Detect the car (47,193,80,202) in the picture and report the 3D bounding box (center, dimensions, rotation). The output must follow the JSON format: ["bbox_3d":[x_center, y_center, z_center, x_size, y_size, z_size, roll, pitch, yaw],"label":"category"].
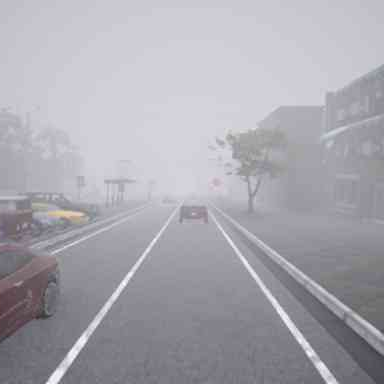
[{"bbox_3d":[-22.104,0.878,57.386,4.792,1.488,2.163,0,1,0],"label":"car"}]

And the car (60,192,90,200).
[{"bbox_3d":[-22.109,0.815,62.938,4.792,1.488,2.163,0,1,0],"label":"car"}]

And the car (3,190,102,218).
[{"bbox_3d":[-8.942,1.016,22.183,5.566,2.045,2.435,0,1,0],"label":"car"}]

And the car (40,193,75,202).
[{"bbox_3d":[-22.067,0.882,54.612,4.892,1.521,2.231,0,1,0],"label":"car"}]

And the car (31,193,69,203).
[{"bbox_3d":[-22.077,0.913,51.837,5.008,1.535,2.097,0,1,0],"label":"car"}]

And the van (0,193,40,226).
[{"bbox_3d":[-9.082,1.144,13.774,4.442,1.987,1.878,0,1,0],"label":"van"}]

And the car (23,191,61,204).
[{"bbox_3d":[-22.101,0.820,49.059,4.553,1.767,2.185,0,1,0],"label":"car"}]

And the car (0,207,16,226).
[{"bbox_3d":[-8.958,1.404,10.974,5.008,1.535,2.097,0,1,0],"label":"car"}]

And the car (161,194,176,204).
[{"bbox_3d":[-3.296,0.977,48.097,2.033,1.411,5.357,0,1,0],"label":"car"}]

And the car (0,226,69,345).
[{"bbox_3d":[-3.346,1.486,4.493,1.812,1.442,4.674,0,0,0],"label":"car"}]

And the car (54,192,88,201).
[{"bbox_3d":[-21.891,0.814,60.160,5.366,1.575,1.946,0,1,0],"label":"car"}]

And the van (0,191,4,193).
[{"bbox_3d":[-22.178,0.852,37.956,4.442,1.987,1.878,0,1,0],"label":"van"}]

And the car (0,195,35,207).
[{"bbox_3d":[-22.060,1.085,40.734,4.674,1.452,2.002,0,1,0],"label":"car"}]

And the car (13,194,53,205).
[{"bbox_3d":[-22.065,1.018,46.286,4.674,1.452,2.002,0,1,0],"label":"car"}]

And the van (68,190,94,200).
[{"bbox_3d":[-21.964,0.528,65.708,4.442,1.987,1.878,0,1,0],"label":"van"}]

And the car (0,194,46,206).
[{"bbox_3d":[-22.060,1.011,43.510,5.008,1.535,2.097,0,1,0],"label":"car"}]

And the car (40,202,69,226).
[{"bbox_3d":[-8.970,1.376,16.580,4.674,1.452,2.002,0,1,0],"label":"car"}]

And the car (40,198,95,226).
[{"bbox_3d":[-8.783,1.299,19.383,5.366,1.575,1.946,0,1,0],"label":"car"}]

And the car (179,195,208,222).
[{"bbox_3d":[0.115,1.239,23.867,1.882,1.535,5.008,0,1,0],"label":"car"}]
